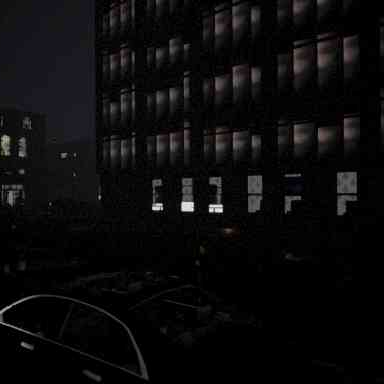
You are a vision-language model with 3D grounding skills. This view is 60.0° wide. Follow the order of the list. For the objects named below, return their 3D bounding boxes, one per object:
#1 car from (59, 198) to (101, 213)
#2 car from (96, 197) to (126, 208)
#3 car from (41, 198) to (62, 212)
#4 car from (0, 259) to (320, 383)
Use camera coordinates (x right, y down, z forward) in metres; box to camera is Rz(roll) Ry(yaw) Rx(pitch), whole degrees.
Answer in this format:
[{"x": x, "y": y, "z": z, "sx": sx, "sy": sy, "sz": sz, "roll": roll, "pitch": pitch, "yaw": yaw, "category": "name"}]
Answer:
[{"x": -12.197, "y": 1.683, "z": 37.287, "sx": 1.802, "sy": 1.307, "sz": 4.206, "roll": -1, "pitch": -1, "yaw": 36, "category": "car"}, {"x": -12.416, "y": 1.643, "z": 51.193, "sx": 1.967, "sy": 1.590, "sz": 4.097, "roll": -1, "pitch": -1, "yaw": 36, "category": "car"}, {"x": -16.352, "y": 1.493, "z": 41.465, "sx": 2.097, "sy": 1.767, "sz": 4.553, "roll": 0, "pitch": -1, "yaw": 37, "category": "car"}, {"x": -0.978, "y": 1.551, "z": 3.574, "sx": 4.403, "sy": 1.369, "sz": 2.008, "roll": 0, "pitch": 0, "yaw": 35, "category": "car"}]
